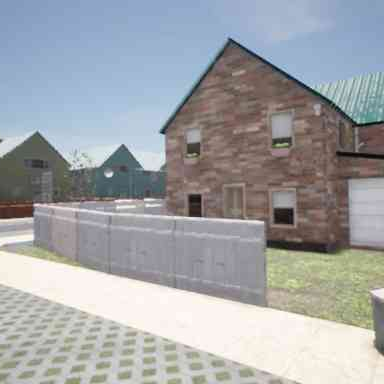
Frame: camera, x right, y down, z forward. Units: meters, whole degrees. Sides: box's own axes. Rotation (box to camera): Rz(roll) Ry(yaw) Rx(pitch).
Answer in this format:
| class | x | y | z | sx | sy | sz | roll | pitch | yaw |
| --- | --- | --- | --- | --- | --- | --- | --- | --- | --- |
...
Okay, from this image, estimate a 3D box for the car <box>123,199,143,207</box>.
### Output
| class | x | y | z | sx | sy | sz | roll | pitch | yaw |
| --- | --- | --- | --- | --- | --- | --- | --- | --- | --- |
| car | -5.873 | 1.405 | 28.503 | 1.837 | 1.490 | 4.892 | -2 | -1 | 36 |
